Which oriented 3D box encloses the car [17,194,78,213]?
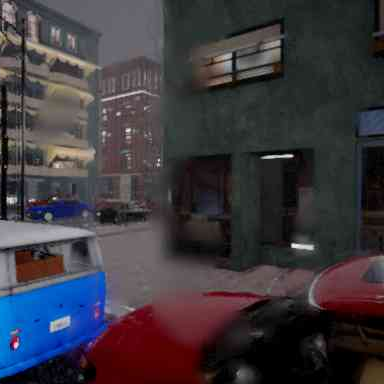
[{"bbox_3d":[-11.403,1.067,27.053,2.192,1.841,5.009,1,2,35],"label":"car"}]

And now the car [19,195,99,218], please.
[{"bbox_3d":[-9.777,1.258,24.890,1.882,1.535,5.008,0,1,35],"label":"car"}]

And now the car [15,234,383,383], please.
[{"bbox_3d":[1.413,1.315,1.857,5.009,1.841,2.192,0,0,35],"label":"car"}]

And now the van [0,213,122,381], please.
[{"bbox_3d":[-3.088,1.348,5.066,3.998,1.788,1.690,0,0,35],"label":"van"}]

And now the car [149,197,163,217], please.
[{"bbox_3d":[-1.368,1.307,26.771,1.802,1.307,4.206,1,2,35],"label":"car"}]

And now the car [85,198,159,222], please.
[{"bbox_3d":[-4.569,1.371,22.212,1.947,1.339,4.313,1,2,35],"label":"car"}]

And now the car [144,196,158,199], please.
[{"bbox_3d":[-4.167,1.165,32.877,1.812,1.442,4.674,0,1,35],"label":"car"}]

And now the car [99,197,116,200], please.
[{"bbox_3d":[-8.204,1.217,31.618,1.887,1.381,4.507,1,2,35],"label":"car"}]
